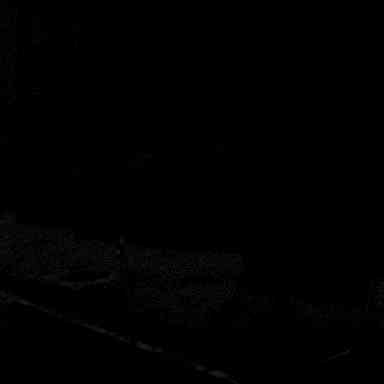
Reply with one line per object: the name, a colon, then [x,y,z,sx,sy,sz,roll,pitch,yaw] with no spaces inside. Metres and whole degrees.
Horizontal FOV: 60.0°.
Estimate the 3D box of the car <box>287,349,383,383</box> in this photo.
car: [2.152,1.438,1.274,4.097,1.590,1.967,0,0,36]
